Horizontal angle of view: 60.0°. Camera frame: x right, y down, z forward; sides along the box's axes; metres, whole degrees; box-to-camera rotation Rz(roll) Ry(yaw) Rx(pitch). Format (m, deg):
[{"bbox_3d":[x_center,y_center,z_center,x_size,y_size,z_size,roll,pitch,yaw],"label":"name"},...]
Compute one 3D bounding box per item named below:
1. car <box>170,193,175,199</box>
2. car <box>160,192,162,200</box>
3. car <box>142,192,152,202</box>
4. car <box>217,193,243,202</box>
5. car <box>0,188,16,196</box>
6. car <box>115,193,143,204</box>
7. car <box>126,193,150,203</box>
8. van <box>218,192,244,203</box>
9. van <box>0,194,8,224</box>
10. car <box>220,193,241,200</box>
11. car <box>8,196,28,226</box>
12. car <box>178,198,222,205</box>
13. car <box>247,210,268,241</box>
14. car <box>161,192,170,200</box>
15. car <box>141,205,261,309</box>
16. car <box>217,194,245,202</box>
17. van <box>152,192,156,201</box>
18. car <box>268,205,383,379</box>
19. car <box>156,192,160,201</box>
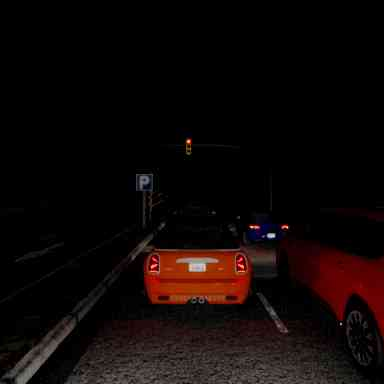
[{"bbox_3d":[-8.184,1.056,87.242,5.566,2.045,2.435,-1,0,-12],"label":"car"},{"bbox_3d":[-9.796,1.352,75.248,4.674,1.452,2.002,-1,0,-13],"label":"car"},{"bbox_3d":[-10.930,1.309,63.287,5.366,1.575,1.946,-1,0,-15],"label":"car"},{"bbox_3d":[7.530,1.135,65.898,4.553,1.767,2.185,1,0,-14],"label":"car"},{"bbox_3d":[-28.270,0.131,51.127,2.002,1.452,4.674,6,-3,-20],"label":"car"},{"bbox_3d":[-11.569,1.352,60.294,4.792,1.488,2.163,-1,0,-15],"label":"car"},{"bbox_3d":[-10.843,1.189,66.240,4.553,1.767,2.185,-1,0,-14],"label":"car"},{"bbox_3d":[7.153,1.036,62.928,4.442,1.987,1.878,1,0,-14],"label":"van"},{"bbox_3d":[-13.641,1.294,19.506,4.442,1.987,1.878,-1,0,-20],"label":"van"},{"bbox_3d":[9.291,1.121,80.602,4.553,1.767,2.185,1,0,-12],"label":"car"},{"bbox_3d":[-13.672,1.400,22.483,4.553,1.767,2.185,-1,0,-19],"label":"car"},{"bbox_3d":[0.141,1.376,16.696,2.097,1.767,4.553,0,0,0],"label":"car"},{"bbox_3d":[3.131,1.547,15.354,1.812,1.442,4.674,0,0,0],"label":"car"},{"bbox_3d":[-8.628,1.349,84.234,4.674,1.452,2.002,-1,0,-12],"label":"car"},{"bbox_3d":[0.101,1.363,8.049,2.097,1.767,4.553,0,0,0],"label":"car"},{"bbox_3d":[8.060,1.257,68.893,5.366,1.575,1.946,1,0,-13],"label":"car"},{"bbox_3d":[-10.384,1.086,69.281,4.442,1.987,1.878,-1,0,-14],"label":"van"},{"bbox_3d":[3.099,1.229,5.660,2.150,2.045,5.566,0,0,-1],"label":"car"},{"bbox_3d":[-10.162,1.314,72.252,4.892,1.521,2.231,-1,0,-14],"label":"car"}]
